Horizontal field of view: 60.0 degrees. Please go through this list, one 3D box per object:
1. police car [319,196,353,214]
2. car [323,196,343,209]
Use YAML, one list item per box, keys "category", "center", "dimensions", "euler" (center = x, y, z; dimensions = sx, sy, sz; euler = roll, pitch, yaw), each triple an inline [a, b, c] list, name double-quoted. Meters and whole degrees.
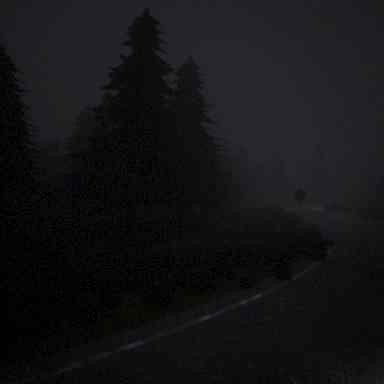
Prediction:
- category: "police car"
  center: [15.800, 1.406, 36.752]
  dimensions: [1.930, 1.638, 5.238]
  euler: [3, 1, 13]
- category: "car"
  center: [19.169, 1.417, 45.190]
  dimensions: [1.837, 1.490, 4.892]
  euler: [2, 1, 31]
